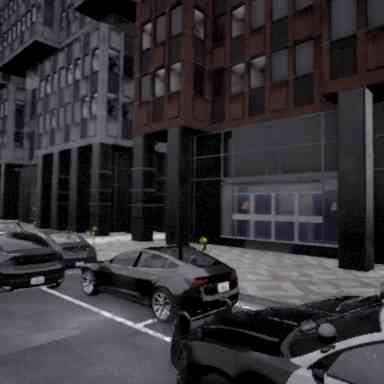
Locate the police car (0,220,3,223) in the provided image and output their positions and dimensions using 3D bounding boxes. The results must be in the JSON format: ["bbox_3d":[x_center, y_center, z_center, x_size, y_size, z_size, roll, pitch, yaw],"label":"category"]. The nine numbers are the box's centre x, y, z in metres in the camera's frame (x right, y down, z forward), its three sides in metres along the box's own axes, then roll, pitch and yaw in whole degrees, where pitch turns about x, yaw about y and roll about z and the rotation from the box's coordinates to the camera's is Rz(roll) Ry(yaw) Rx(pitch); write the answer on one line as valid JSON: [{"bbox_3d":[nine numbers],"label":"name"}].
[{"bbox_3d":[-9.815,1.876,13.526,5.238,1.638,1.930,-1,-4,42],"label":"police car"}]

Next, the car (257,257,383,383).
[{"bbox_3d":[3.209,1.827,4.113,4.313,1.339,1.947,-1,-4,42],"label":"car"}]

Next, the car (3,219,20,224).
[{"bbox_3d":[-9.179,1.992,15.469,4.097,1.590,1.967,-1,-4,42],"label":"car"}]

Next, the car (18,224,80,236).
[{"bbox_3d":[-5.050,2.005,11.680,4.403,1.369,2.008,-1,-4,42],"label":"car"}]

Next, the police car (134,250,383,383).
[{"bbox_3d":[1.956,1.599,2.688,5.238,1.638,1.930,-1,-3,42],"label":"police car"}]

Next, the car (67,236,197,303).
[{"bbox_3d":[-0.921,1.923,7.896,4.313,1.339,1.947,-1,-4,42],"label":"car"}]

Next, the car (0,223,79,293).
[{"bbox_3d":[-5.352,1.848,9.352,4.892,1.490,1.837,-1,-4,43],"label":"car"}]
